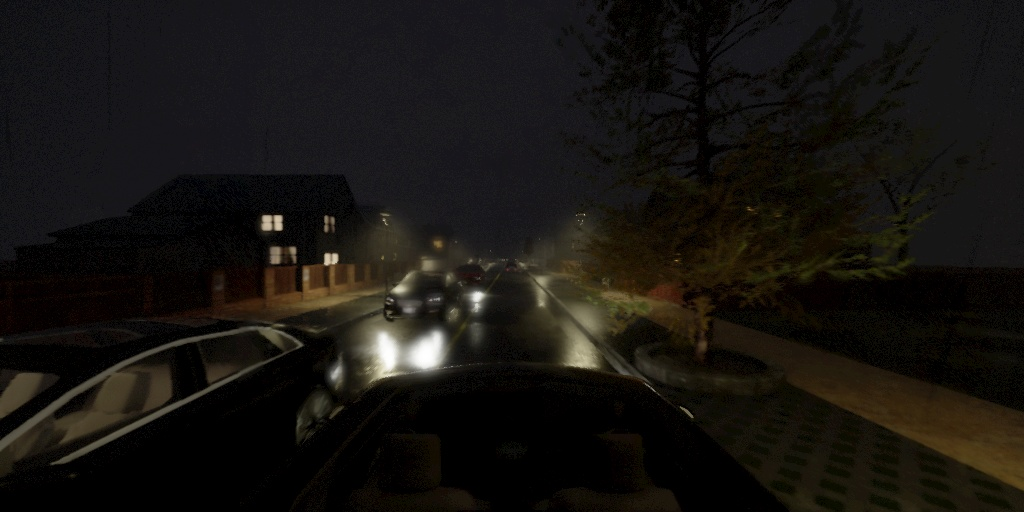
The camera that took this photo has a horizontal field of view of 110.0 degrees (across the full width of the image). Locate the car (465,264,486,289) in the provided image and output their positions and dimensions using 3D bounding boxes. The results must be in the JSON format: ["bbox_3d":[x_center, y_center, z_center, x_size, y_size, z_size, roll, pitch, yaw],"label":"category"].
[{"bbox_3d":[-2.770,1.284,23.475,1.882,1.535,5.008,0,0,0],"label":"car"}]

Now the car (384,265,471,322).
[{"bbox_3d":[-2.849,1.245,12.392,2.128,1.511,4.902,0,0,0],"label":"car"}]

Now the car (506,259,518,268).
[{"bbox_3d":[-0.058,1.368,62.311,1.812,1.442,4.674,0,0,0],"label":"car"}]

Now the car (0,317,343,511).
[{"bbox_3d":[-2.847,1.244,2.161,2.128,1.511,4.902,0,0,0],"label":"car"}]
